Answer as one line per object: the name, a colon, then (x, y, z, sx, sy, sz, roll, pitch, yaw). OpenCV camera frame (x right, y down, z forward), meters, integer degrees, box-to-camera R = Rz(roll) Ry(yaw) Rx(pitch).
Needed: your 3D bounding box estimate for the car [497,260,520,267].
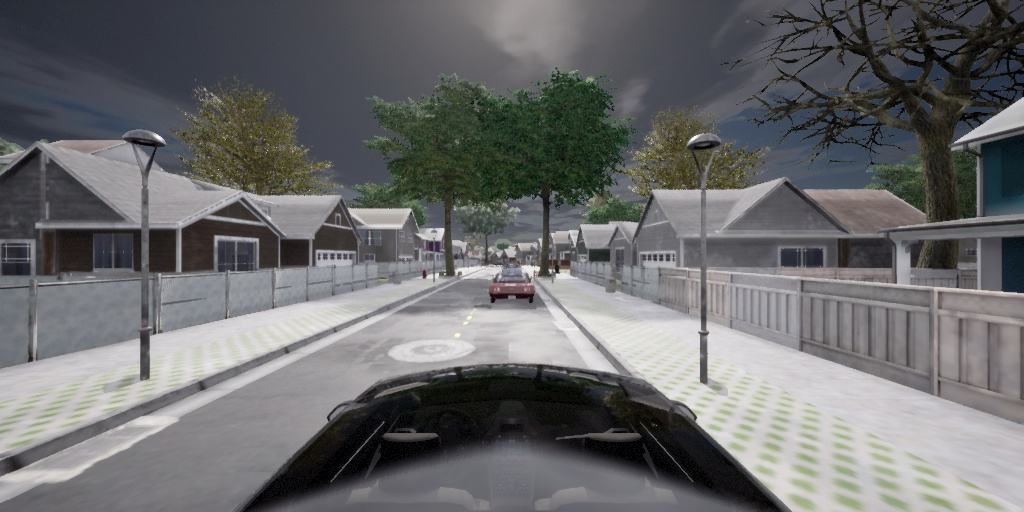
car: (0.000, 1.336, 31.502, 2.033, 1.411, 5.357, 0, 0, 0)

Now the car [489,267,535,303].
car: (0.000, 1.368, 16.530, 1.895, 1.301, 4.718, 0, 0, 0)
